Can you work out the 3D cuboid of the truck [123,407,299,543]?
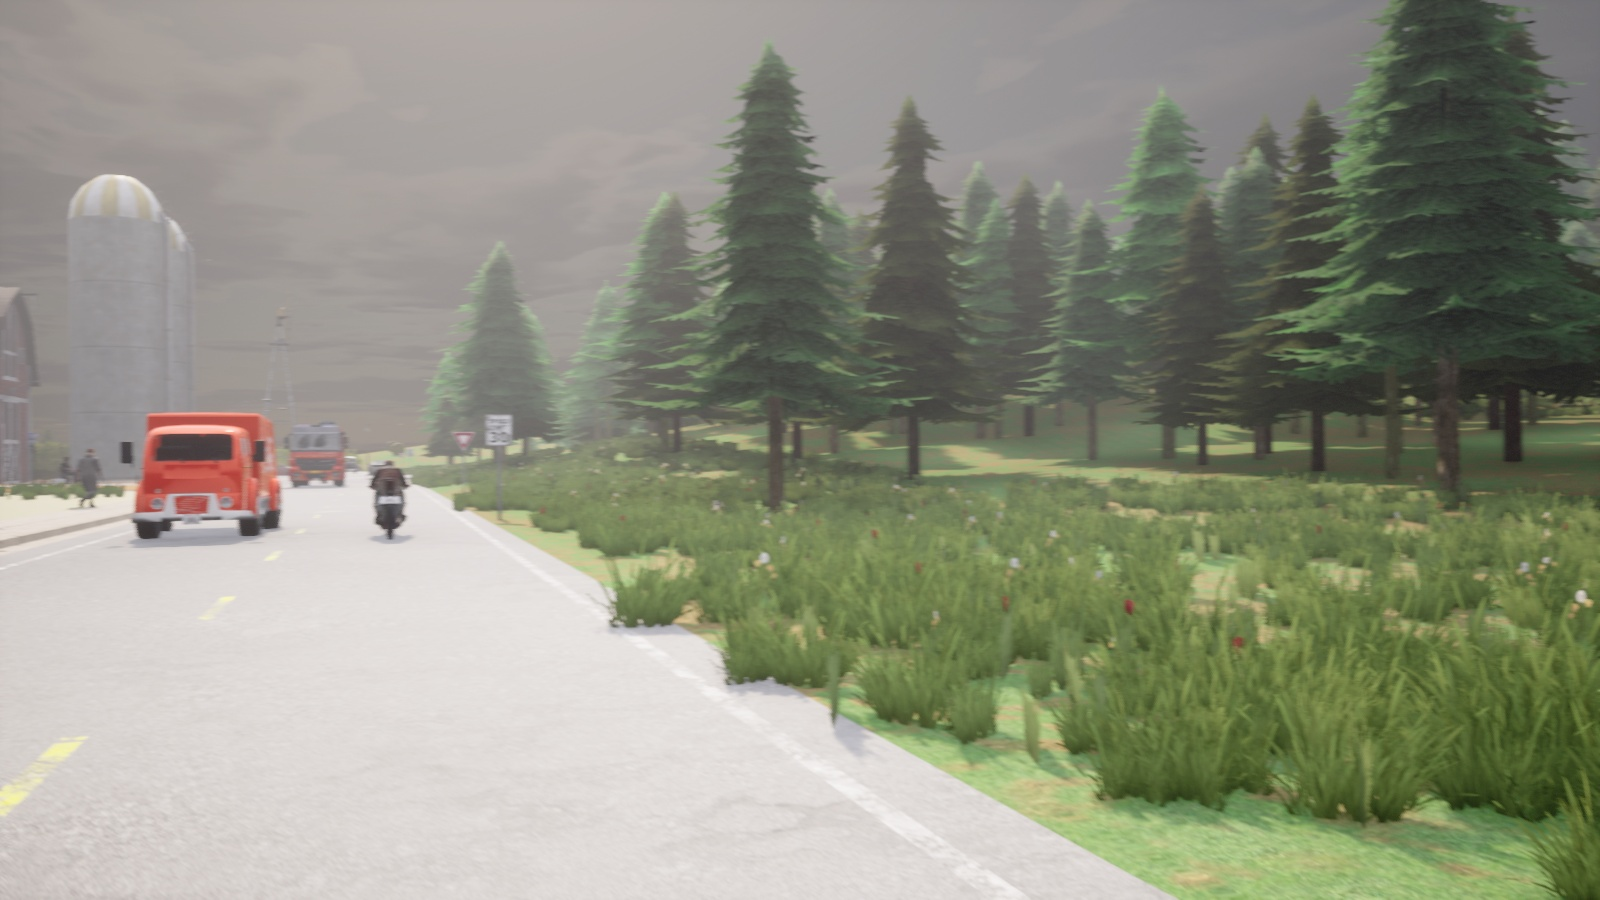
[{"bbox_3d":[-11.887,0.465,25.778,2.627,2.467,5.204,0,0,-18],"label":"truck"}]

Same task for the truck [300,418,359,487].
[{"bbox_3d":[-27.762,0.173,74.419,2.891,3.827,8.468,0,0,-18],"label":"truck"}]

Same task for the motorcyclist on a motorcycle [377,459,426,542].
[{"bbox_3d":[-7.724,0.941,24.315,0.866,1.530,2.191,0,0,-18],"label":"motorcyclist on a motorcycle"}]

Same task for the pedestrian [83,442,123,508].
[{"bbox_3d":[-20.892,0.748,37.627,0.659,1.952,0.873,-1,0,5],"label":"pedestrian"}]
